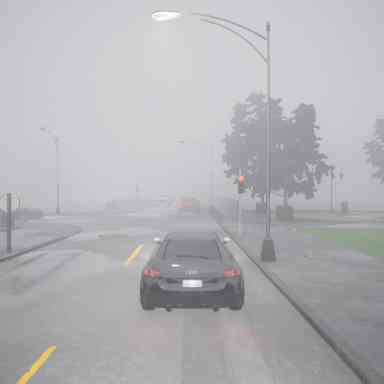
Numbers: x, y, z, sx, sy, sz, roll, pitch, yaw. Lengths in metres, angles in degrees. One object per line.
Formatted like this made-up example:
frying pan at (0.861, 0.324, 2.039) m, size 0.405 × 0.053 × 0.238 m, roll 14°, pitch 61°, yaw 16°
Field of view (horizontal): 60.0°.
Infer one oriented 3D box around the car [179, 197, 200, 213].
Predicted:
car at (-0.245, 1.352, 37.127) m, size 2.097 × 1.767 × 4.553 m, roll 0°, pitch 0°, yaw 3°

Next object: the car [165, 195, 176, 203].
car at (-4.577, 1.525, 71.510) m, size 2.128 × 1.511 × 4.902 m, roll 0°, pitch 0°, yaw 0°

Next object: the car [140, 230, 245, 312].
car at (0.001, 1.564, 7.801) m, size 1.994 × 1.385 × 4.181 m, roll 0°, pitch 0°, yaw 0°

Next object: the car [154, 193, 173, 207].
car at (-4.511, 1.221, 51.016) m, size 2.150 × 2.045 × 5.566 m, roll 0°, pitch 0°, yaw -1°

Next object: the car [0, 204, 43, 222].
car at (-14.078, 1.478, 25.566) m, size 5.008 × 1.535 × 1.882 m, roll 0°, pitch 0°, yaw 0°

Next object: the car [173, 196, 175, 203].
car at (-4.557, 1.547, 61.267) m, size 2.033 × 1.411 × 5.357 m, roll 0°, pitch 0°, yaw 0°
